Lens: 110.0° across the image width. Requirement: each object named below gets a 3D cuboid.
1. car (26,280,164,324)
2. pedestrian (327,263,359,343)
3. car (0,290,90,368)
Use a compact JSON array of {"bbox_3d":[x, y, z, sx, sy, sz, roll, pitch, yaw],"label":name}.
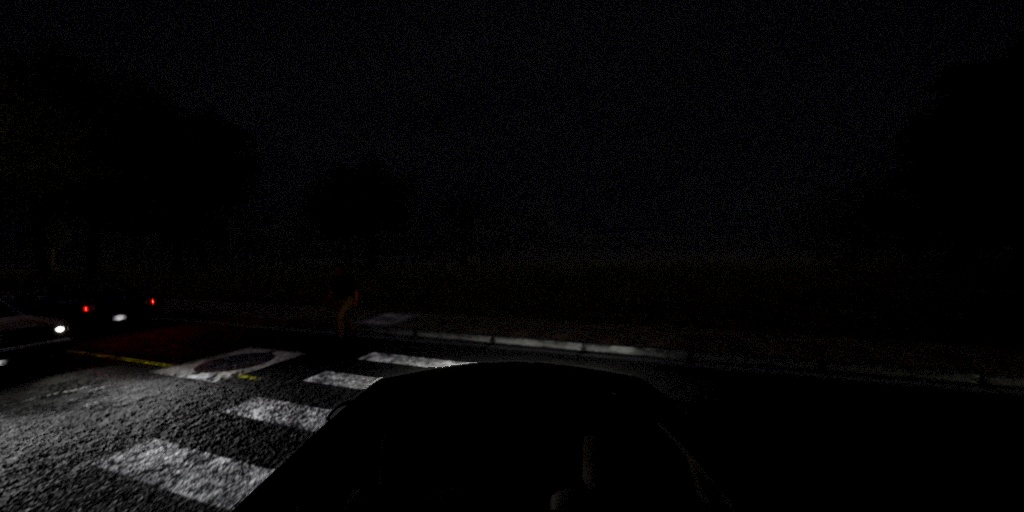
[{"bbox_3d":[-12.453,1.346,10.162,4.718,1.301,1.895,0,1,18],"label":"car"},{"bbox_3d":[-3.854,1.003,8.194,0.375,1.860,0.375,0,0,18],"label":"pedestrian"},{"bbox_3d":[-10.218,1.388,6.307,4.718,1.301,1.895,0,1,18],"label":"car"}]
